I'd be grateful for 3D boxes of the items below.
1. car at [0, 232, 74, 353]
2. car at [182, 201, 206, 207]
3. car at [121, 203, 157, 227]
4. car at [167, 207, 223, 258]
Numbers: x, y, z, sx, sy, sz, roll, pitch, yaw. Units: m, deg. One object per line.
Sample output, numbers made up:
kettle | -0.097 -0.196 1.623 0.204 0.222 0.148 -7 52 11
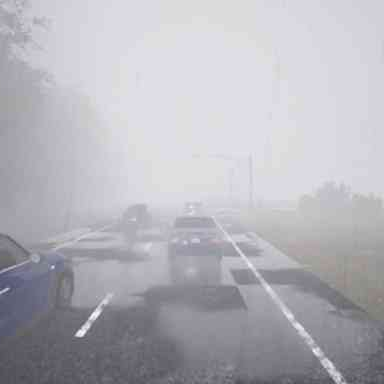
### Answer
car | -3.399 1.332 4.789 2.097 1.767 4.553 0 0 0
car | 0.172 1.433 27.092 2.033 1.411 5.357 0 0 2
car | -3.395 1.434 21.831 1.812 1.442 4.674 0 0 0
car | 0.103 1.495 12.412 2.033 1.411 5.357 0 0 0
